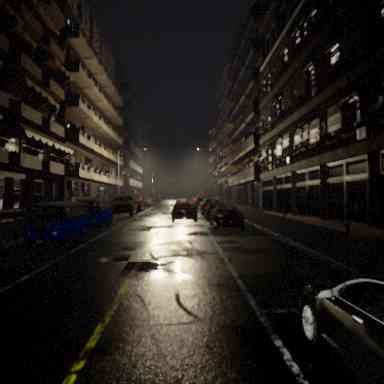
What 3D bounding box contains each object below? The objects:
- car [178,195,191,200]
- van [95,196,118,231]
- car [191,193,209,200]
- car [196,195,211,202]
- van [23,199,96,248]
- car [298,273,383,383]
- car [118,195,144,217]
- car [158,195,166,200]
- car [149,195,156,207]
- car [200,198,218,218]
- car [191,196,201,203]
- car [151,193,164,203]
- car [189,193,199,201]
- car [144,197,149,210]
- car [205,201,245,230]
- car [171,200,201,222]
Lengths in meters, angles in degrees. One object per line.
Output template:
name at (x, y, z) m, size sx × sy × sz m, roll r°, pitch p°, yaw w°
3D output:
car at (-1.120, 1.429, 42.422) m, size 1.994 × 1.385 × 4.181 m, roll 0°, pitch 0°, yaw -2°
van at (-5.847, 1.291, 19.892) m, size 1.690 × 1.788 × 3.998 m, roll 1°, pitch 0°, yaw -2°
car at (1.346, 1.169, 42.175) m, size 2.192 × 1.841 × 5.009 m, roll 1°, pitch 0°, yaw -2°
car at (1.712, 1.321, 31.120) m, size 1.967 × 1.590 × 4.097 m, roll 1°, pitch 0°, yaw -2°
van at (-5.683, 1.309, 14.362) m, size 1.690 × 1.788 × 3.998 m, roll 1°, pitch 0°, yaw -2°
car at (2.517, 1.523, 3.478) m, size 2.008 × 1.369 × 4.403 m, roll 1°, pitch 0°, yaw -2°
car at (-6.172, 1.234, 30.948) m, size 2.192 × 1.841 × 5.009 m, roll 1°, pitch 0°, yaw -2°
car at (-7.808, 1.443, 86.231) m, size 1.802 × 1.307 × 4.206 m, roll 1°, pitch 0°, yaw -2°
car at (-6.666, 1.447, 47.533) m, size 1.947 × 1.339 × 4.313 m, roll 1°, pitch 0°, yaw -2°
car at (1.865, 1.440, 25.590) m, size 1.887 × 1.381 × 4.507 m, roll 1°, pitch 0°, yaw -2°
car at (0.689, 1.404, 64.292) m, size 1.802 × 1.307 × 4.206 m, roll 1°, pitch 0°, yaw -2°
car at (-7.151, 1.176, 64.116) m, size 2.192 × 1.841 × 5.009 m, roll 1°, pitch 0°, yaw -2°
car at (0.367, 1.134, 75.350) m, size 2.192 × 1.841 × 5.009 m, roll 1°, pitch 0°, yaw -2°
car at (-6.335, 1.220, 36.475) m, size 2.192 × 1.841 × 5.009 m, roll 1°, pitch 0°, yaw -2°
car at (2.028, 1.456, 20.063) m, size 1.887 × 1.381 × 4.507 m, roll 1°, pitch 0°, yaw -2°
car at (-0.610, 1.509, 25.177) m, size 1.895 × 1.301 × 4.718 m, roll 0°, pitch 0°, yaw -3°
